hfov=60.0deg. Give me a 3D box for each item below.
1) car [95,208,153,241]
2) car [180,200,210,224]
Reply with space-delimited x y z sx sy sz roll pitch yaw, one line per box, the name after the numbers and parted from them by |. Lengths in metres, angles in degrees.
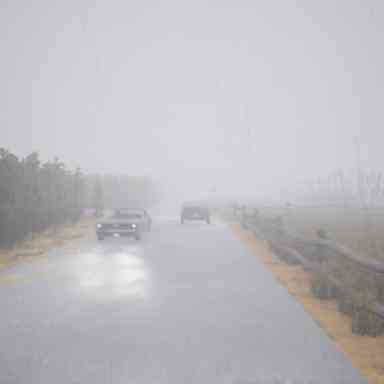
-3.070 1.444 15.781 1.895 1.301 4.718 0 1 1 | car
0.218 1.258 22.756 1.882 1.535 5.008 0 0 0 | car
